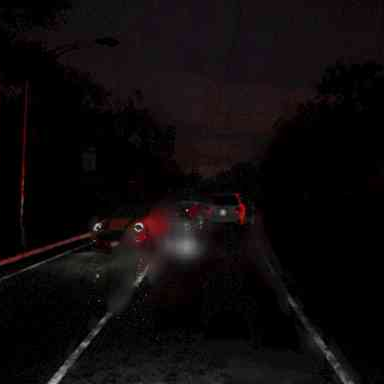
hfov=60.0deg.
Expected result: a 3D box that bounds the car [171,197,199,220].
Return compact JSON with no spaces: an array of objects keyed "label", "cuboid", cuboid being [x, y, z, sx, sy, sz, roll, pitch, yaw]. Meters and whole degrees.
[{"label":"car","cuboid":[-0.667,1.354,25.891,1.895,1.301,4.718,0,1,10]}]

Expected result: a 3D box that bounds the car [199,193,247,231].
[{"label":"car","cuboid":[1.961,1.036,19.285,2.150,2.045,5.566,0,1,9]}]

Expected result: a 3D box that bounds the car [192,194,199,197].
[{"label":"car","cuboid":[0.727,0.983,33.015,2.128,1.511,4.902,0,1,11]}]

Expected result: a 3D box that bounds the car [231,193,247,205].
[{"label":"car","cuboid":[6.540,0.932,46.081,2.128,1.511,4.902,0,1,8]}]

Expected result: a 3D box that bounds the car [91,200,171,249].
[{"label":"car","cuboid":[-2.487,1.260,14.105,2.097,1.767,4.553,0,1,7]}]
